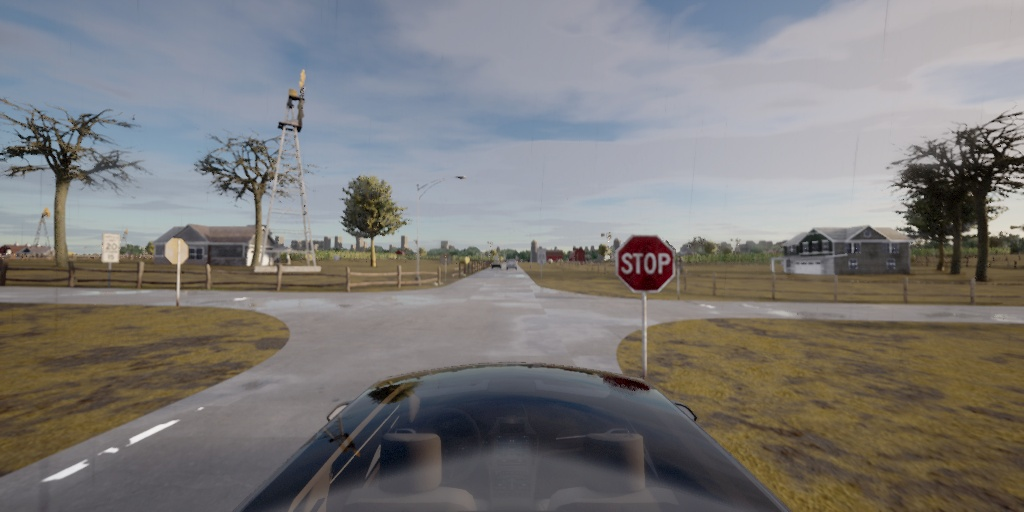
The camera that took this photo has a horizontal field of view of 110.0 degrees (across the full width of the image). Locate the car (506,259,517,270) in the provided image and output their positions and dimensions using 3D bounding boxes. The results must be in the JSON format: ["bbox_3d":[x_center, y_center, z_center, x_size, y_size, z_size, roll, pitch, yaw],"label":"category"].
[{"bbox_3d":[-0.066,1.666,61.231,2.033,1.411,5.357,0,0,0],"label":"car"}]
